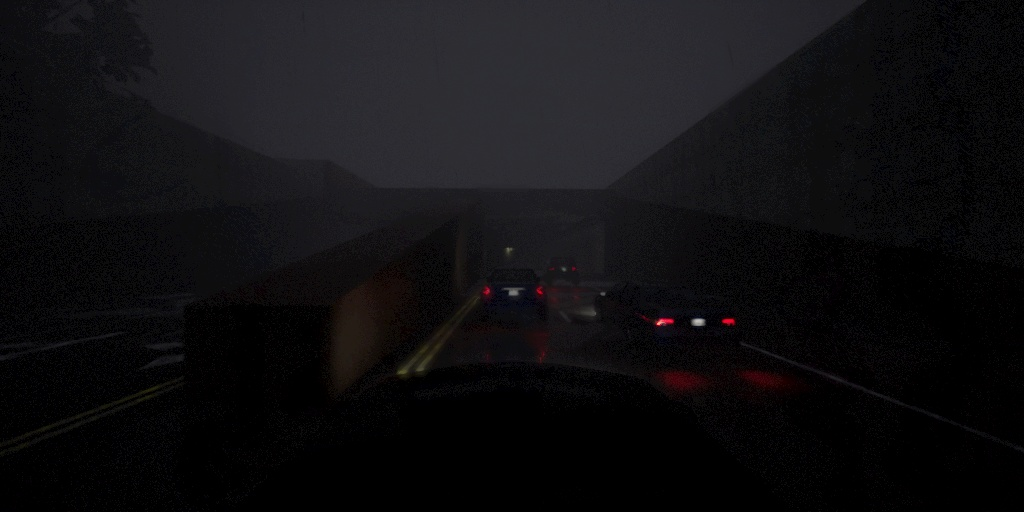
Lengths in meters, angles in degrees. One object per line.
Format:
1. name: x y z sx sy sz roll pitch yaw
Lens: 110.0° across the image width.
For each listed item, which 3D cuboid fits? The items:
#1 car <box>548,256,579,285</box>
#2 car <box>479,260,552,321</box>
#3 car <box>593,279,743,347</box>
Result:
1. car: 3.561 1.003 26.850 2.150 2.045 5.566 0 0 0
2. car: 0.068 1.114 12.707 2.097 1.767 4.553 0 0 0
3. car: 3.543 1.307 9.297 2.033 1.411 5.357 0 0 0
